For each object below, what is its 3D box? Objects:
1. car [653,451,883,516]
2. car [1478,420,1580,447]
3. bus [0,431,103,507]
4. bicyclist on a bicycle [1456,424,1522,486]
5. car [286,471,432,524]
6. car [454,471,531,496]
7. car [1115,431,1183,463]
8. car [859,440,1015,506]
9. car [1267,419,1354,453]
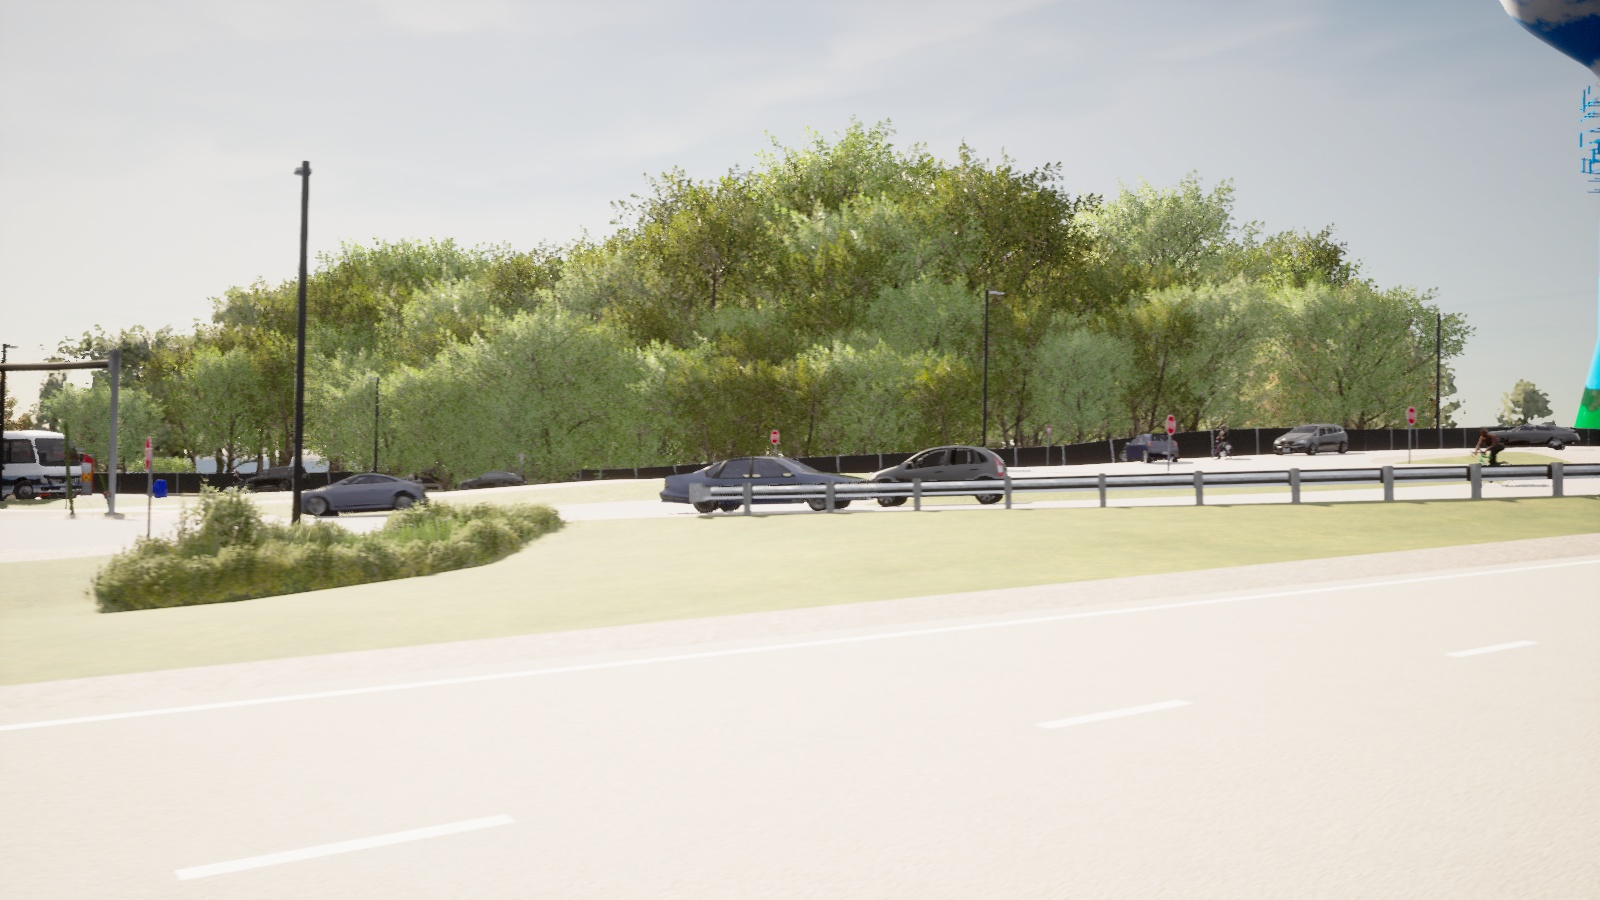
[{"bbox_3d":[-0.796,0.862,31.628,5.357,1.411,2.033,-2,-2,18],"label":"car"},{"bbox_3d":[42.012,-0.971,72.432,4.902,1.511,2.128,1,1,36],"label":"car"},{"bbox_3d":[-47.669,1.215,75.068,10.273,4.253,3.944,-2,-1,12],"label":"bus"},{"bbox_3d":[18.774,0.132,34.212,1.656,1.620,0.582,-2,-1,-22],"label":"bicyclist on a bicycle"},{"bbox_3d":[-14.337,1.558,41.058,4.181,1.385,1.994,-3,-5,-11],"label":"car"},{"bbox_3d":[-20.963,2.267,85.623,4.674,1.442,1.812,-4,-1,7],"label":"car"},{"bbox_3d":[17.620,-0.145,63.569,1.845,1.501,3.633,-2,0,-10],"label":"car"},{"bbox_3d":[3.779,0.658,34.445,3.988,1.617,1.851,-2,-2,14],"label":"car"},{"bbox_3d":[27.793,-0.756,68.344,4.611,1.667,2.242,-3,2,-36],"label":"car"}]
